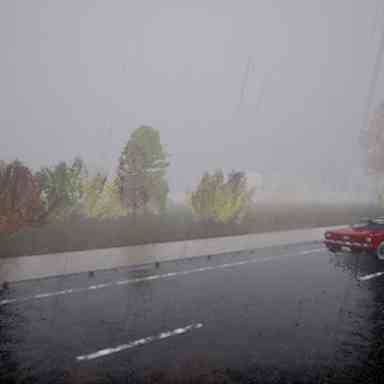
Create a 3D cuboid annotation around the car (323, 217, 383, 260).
[{"bbox_3d":[7.116,1.661,12.779,4.718,1.301,1.895,0,0,-36],"label":"car"}]
